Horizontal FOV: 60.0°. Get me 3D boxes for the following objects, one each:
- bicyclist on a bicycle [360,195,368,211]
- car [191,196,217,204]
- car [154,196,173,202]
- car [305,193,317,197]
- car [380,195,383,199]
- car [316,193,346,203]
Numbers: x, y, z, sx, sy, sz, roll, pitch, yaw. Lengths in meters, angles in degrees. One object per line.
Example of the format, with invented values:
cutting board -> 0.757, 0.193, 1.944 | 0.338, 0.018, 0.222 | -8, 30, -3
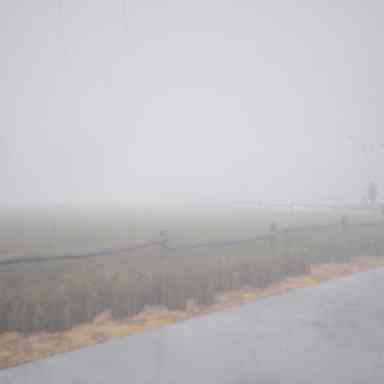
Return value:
bicyclist on a bicycle -> 17.953, 1.177, 34.704 | 1.656, 1.620, 0.582 | -1, 0, -36
car -> 1.782, 1.373, 50.652 | 1.882, 1.535, 5.008 | 0, 0, -35
car -> -5.158, 1.423, 60.223 | 1.812, 1.442, 4.674 | 0, 0, -36
car -> 30.838, 1.019, 83.451 | 1.932, 1.855, 4.605 | 0, 0, -36
car -> 46.885, 0.975, 78.760 | 1.905, 1.878, 3.866 | 0, 0, -36
car -> 27.340, 1.249, 64.481 | 2.242, 1.667, 4.611 | 0, 0, -36
